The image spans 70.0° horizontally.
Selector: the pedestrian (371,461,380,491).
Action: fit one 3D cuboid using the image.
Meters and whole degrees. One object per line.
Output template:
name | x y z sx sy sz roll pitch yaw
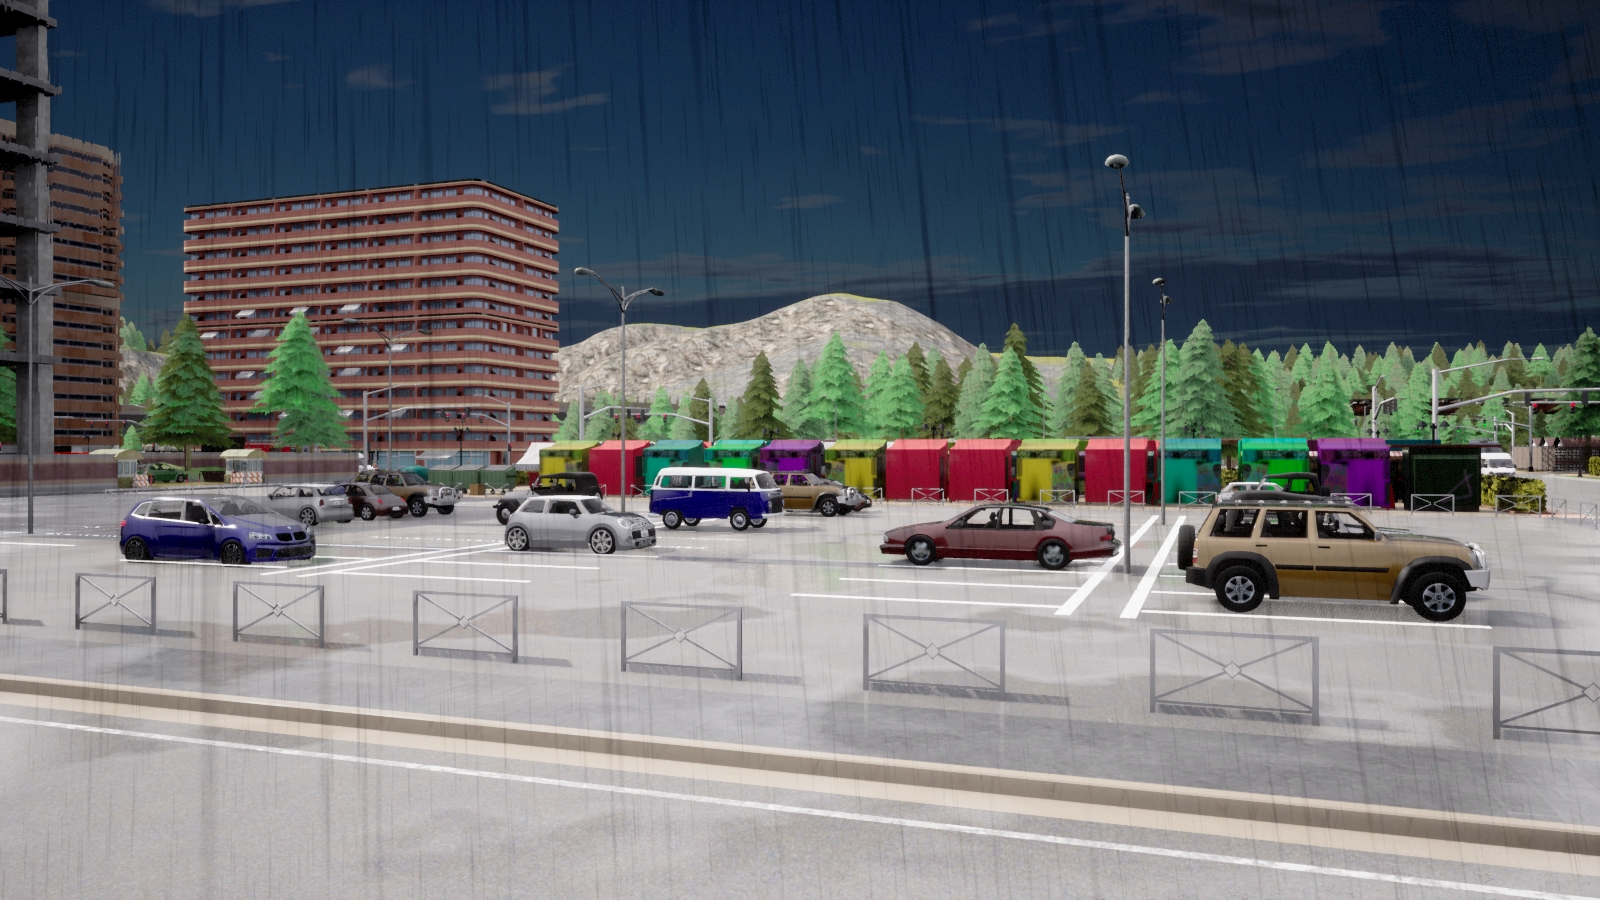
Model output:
pedestrian | -26.506 1.643 71.413 0.375 1.860 0.375 0 0 19
